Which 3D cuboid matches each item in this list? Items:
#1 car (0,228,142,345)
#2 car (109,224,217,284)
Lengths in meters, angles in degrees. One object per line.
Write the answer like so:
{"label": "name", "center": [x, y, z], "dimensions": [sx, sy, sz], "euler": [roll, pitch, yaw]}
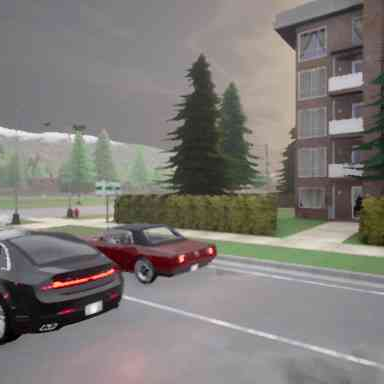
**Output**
{"label": "car", "center": [-3.423, 1.470, 6.382], "dimensions": [4.892, 1.490, 1.837], "euler": [0, 0, 36]}
{"label": "car", "center": [-1.744, 1.563, 9.486], "dimensions": [4.718, 1.301, 1.895], "euler": [0, 0, 36]}
